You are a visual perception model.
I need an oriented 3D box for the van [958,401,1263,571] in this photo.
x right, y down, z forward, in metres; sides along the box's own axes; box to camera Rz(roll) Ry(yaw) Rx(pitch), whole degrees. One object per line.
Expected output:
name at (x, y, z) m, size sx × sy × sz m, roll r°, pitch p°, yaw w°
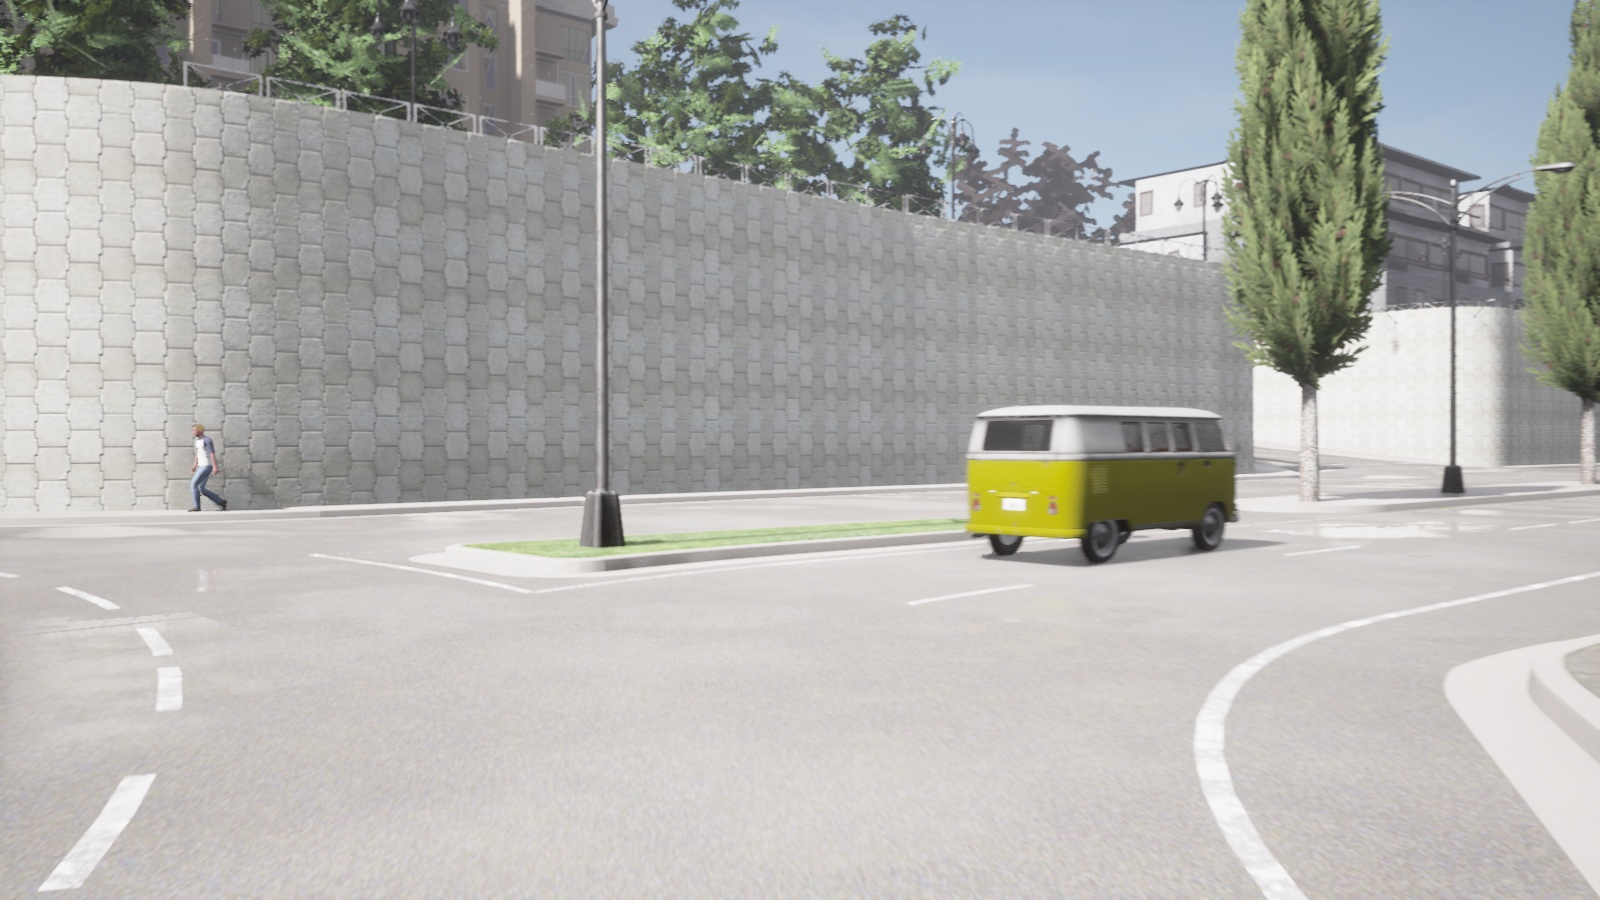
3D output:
van at (4.259, 0.403, 16.820) m, size 4.442 × 1.987 × 1.775 m, roll 0°, pitch 0°, yaw -42°

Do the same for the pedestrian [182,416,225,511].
pedestrian at (-11.747, 0.265, 24.728) m, size 0.706 × 1.836 × 0.354 m, roll 0°, pitch 0°, yaw -35°
